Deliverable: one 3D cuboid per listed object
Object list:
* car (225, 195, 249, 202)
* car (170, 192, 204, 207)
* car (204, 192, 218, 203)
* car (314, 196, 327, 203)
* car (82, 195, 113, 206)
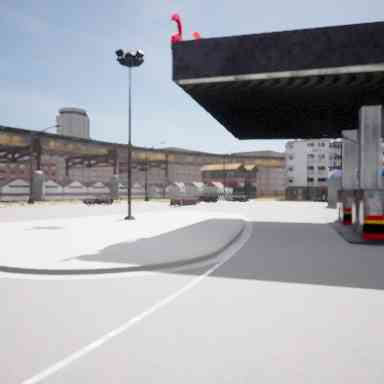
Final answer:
[{"bbox_3d":[8.911,1.300,66.493,4.902,1.511,2.128,0,0,-18],"label":"car"},{"bbox_3d":[-1.020,1.171,48.648,4.553,1.767,2.097,0,0,-44],"label":"car"},{"bbox_3d":[2.100,1.015,59.967,5.566,2.045,2.150,0,0,-31],"label":"car"},{"bbox_3d":[26.005,1.452,64.882,4.181,1.385,1.994,0,0,3],"label":"car"},{"bbox_3d":[-14.129,1.239,49.952,2.128,1.511,4.902,0,0,38],"label":"car"}]
